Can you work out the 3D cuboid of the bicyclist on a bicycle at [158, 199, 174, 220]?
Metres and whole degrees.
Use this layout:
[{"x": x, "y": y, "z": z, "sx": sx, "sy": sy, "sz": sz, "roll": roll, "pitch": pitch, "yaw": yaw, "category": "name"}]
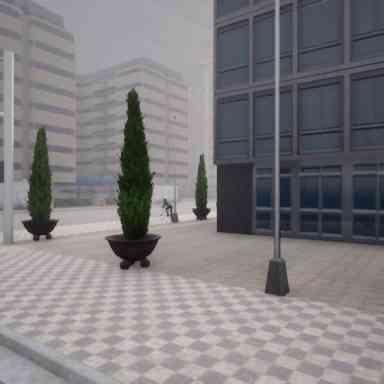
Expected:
[{"x": -1.999, "y": 1.347, "z": 25.879, "sx": 1.656, "sy": 1.620, "sz": 0.582, "roll": 0, "pitch": 0, "yaw": 35, "category": "bicyclist on a bicycle"}]
